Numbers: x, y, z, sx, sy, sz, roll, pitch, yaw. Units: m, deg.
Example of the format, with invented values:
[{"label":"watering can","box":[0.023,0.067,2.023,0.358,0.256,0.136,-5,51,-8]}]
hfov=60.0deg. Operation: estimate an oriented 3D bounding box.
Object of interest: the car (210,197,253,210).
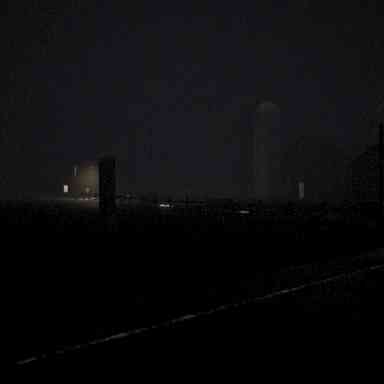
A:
[{"label":"car","box":[4.204,1.303,36.471,2.033,1.411,5.357,-1,1,-36]}]

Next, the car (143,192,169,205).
[{"label":"car","box":[-4.980,1.171,49.211,1.994,1.385,4.181,-1,1,-36]}]

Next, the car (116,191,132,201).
[{"label":"car","box":[-13.611,0.753,66.016,2.097,1.767,4.553,-1,1,-36]}]

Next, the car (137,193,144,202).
[{"label":"car","box":[-7.829,0.850,58.073,2.097,1.767,4.553,-1,1,-35]}]

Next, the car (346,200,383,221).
[{"label":"car","box":[13.950,1.402,24.376,4.892,1.490,1.837,0,1,43]}]
